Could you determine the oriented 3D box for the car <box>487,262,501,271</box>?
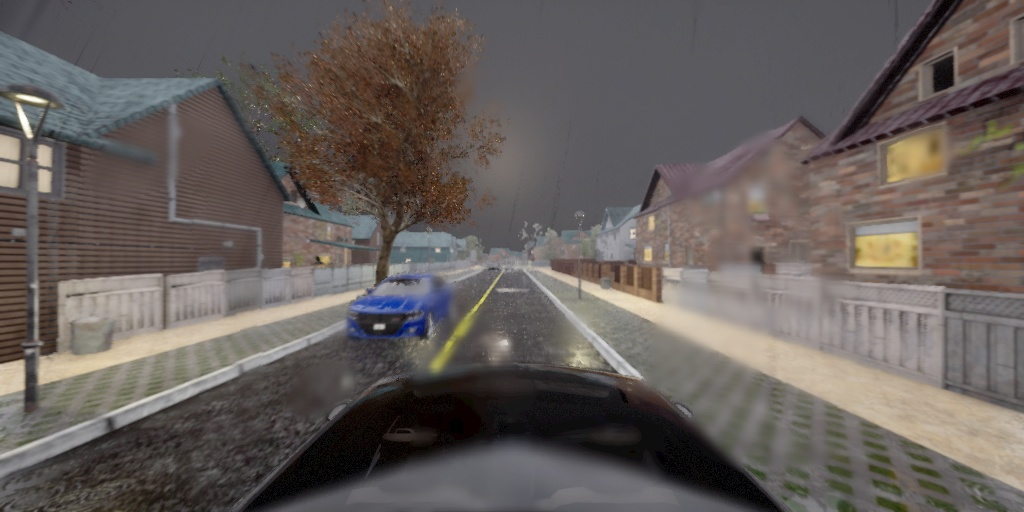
[{"bbox_3d":[-2.752,1.626,54.764,1.837,1.490,4.892,0,0,0],"label":"car"}]

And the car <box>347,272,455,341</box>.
[{"bbox_3d":[-2.851,1.252,10.198,1.882,1.535,5.008,0,0,0],"label":"car"}]
